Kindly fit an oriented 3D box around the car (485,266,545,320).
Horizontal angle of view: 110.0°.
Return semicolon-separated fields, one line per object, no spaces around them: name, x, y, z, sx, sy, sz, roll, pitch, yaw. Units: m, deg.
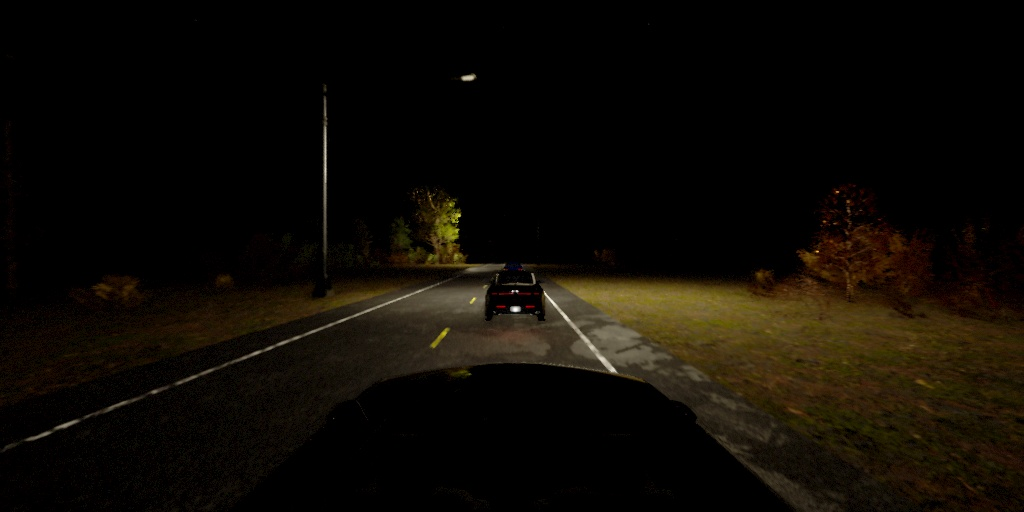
car;0.101;1.254;12.567;1.837;1.490;4.892;0;0;0

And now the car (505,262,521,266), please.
car;0.104;1.274;32.409;1.812;1.442;4.674;0;0;0
